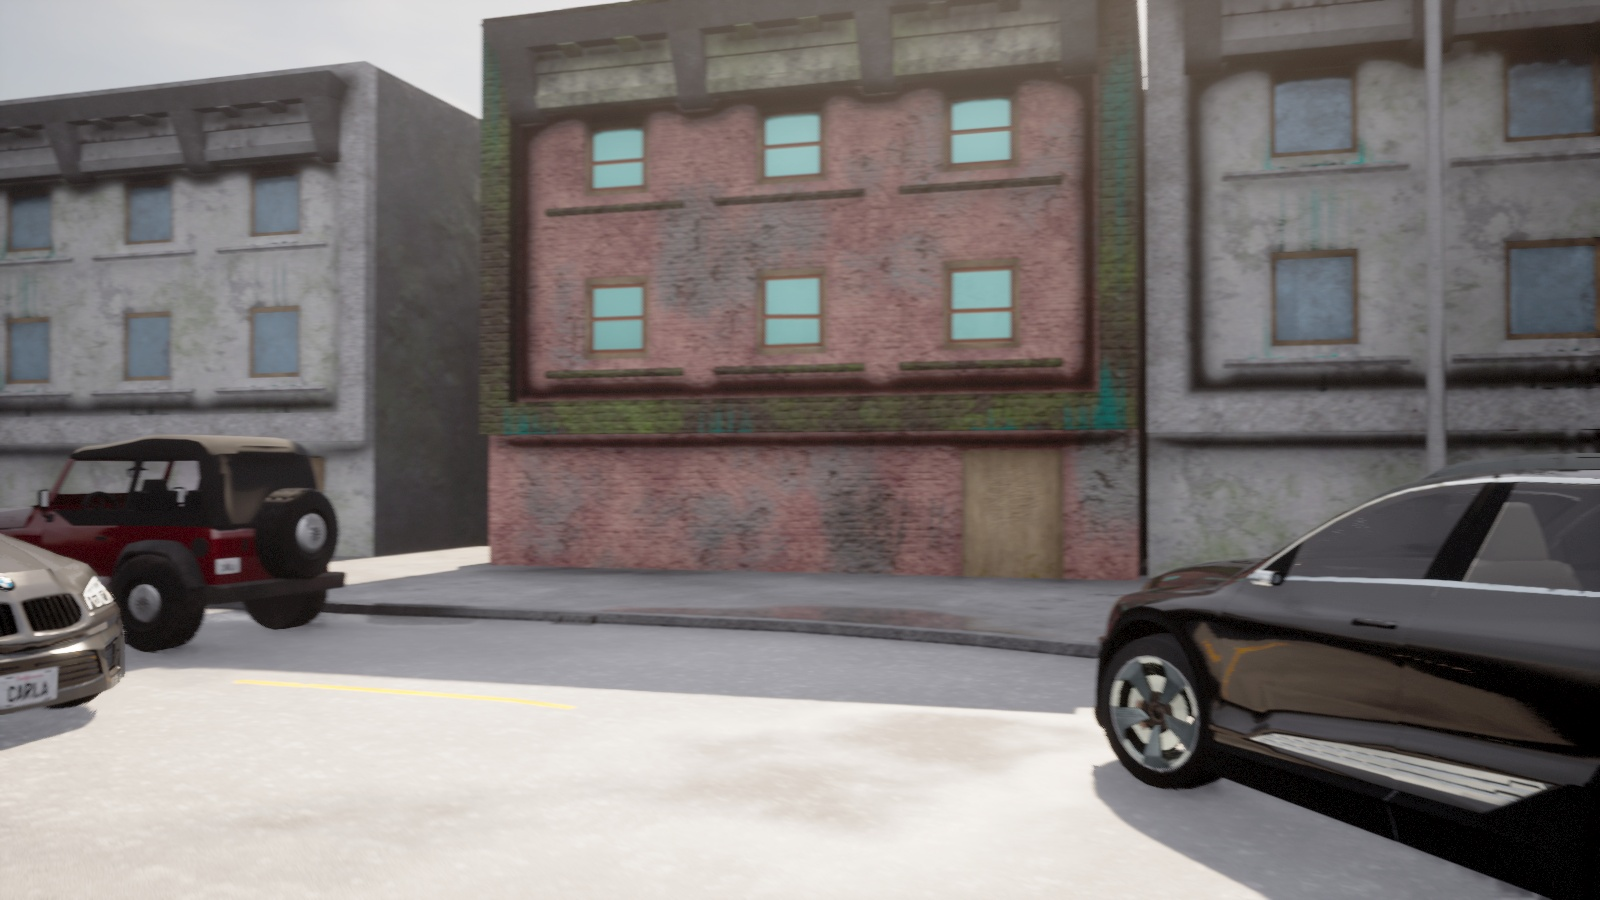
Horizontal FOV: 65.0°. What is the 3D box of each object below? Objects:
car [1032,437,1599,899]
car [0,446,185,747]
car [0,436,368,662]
[{"bbox_3d":[3.046,0.806,5.126,2.033,1.649,4.856,0,-1,-18],"label":"car"},{"bbox_3d":[-6.572,0.841,7.842,4.611,1.667,2.242,-1,-1,17],"label":"car"},{"bbox_3d":[-6.348,0.858,11.947,3.866,1.878,1.905,-1,-1,18],"label":"car"}]
